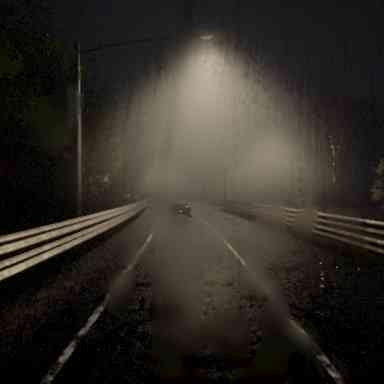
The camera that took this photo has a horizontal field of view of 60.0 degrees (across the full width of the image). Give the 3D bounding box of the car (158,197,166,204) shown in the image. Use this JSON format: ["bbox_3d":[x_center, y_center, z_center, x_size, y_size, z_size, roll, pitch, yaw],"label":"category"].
[{"bbox_3d":[-5.227,1.561,62.931,1.994,1.385,4.181,0,0,-10],"label":"car"}]

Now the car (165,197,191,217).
[{"bbox_3d":[-1.186,1.490,31.646,2.128,1.511,4.902,0,0,-5],"label":"car"}]
